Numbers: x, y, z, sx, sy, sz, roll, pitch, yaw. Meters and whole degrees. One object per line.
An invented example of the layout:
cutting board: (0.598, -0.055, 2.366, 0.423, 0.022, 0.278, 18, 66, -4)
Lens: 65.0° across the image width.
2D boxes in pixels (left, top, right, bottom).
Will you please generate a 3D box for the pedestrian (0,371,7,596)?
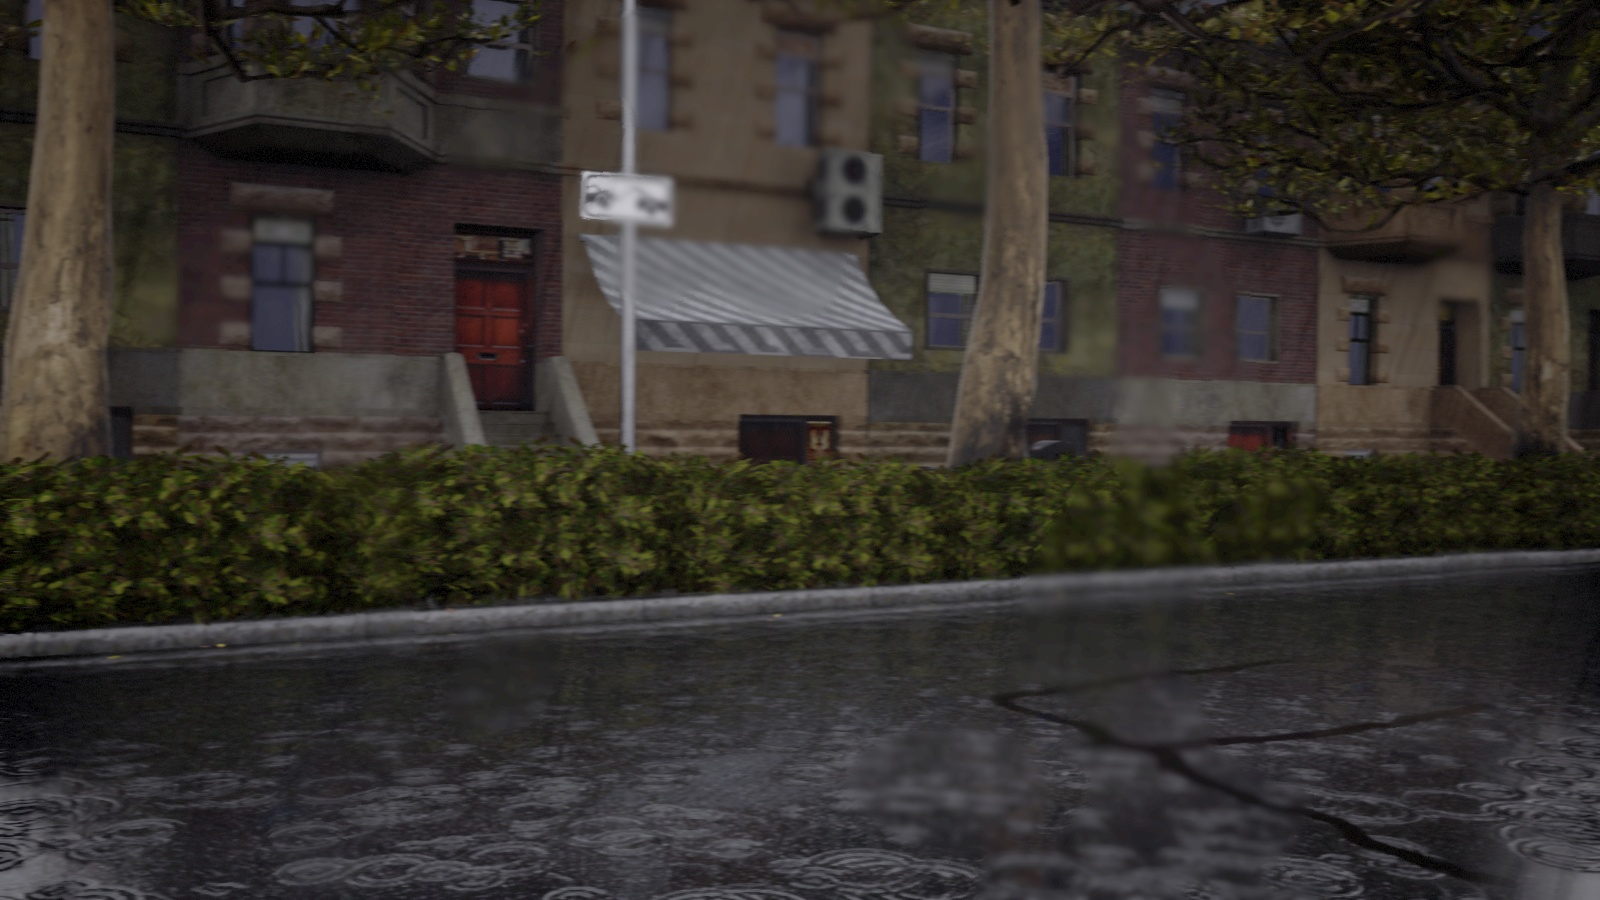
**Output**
pedestrian: (-7.206, 0.288, 10.706, 0.666, 1.930, 0.402, -1, 1, -25)
